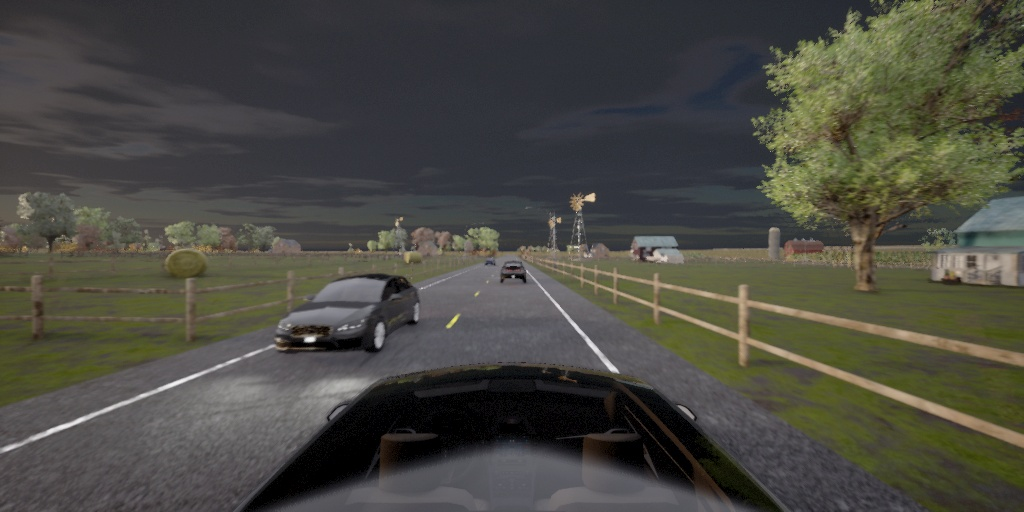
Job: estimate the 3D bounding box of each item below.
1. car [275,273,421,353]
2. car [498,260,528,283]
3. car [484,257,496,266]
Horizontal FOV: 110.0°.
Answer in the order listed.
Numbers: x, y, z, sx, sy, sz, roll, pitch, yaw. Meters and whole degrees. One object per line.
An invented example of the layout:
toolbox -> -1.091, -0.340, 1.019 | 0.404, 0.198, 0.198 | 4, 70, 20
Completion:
car -> -3.596, 1.220, 8.803 | 1.837, 1.490, 4.892 | 0, 0, 0
car -> 0.090, 1.094, 26.009 | 1.837, 1.490, 4.892 | 0, 0, 0
car -> -3.529, 0.938, 58.669 | 2.033, 1.411, 5.357 | 0, 0, 1
